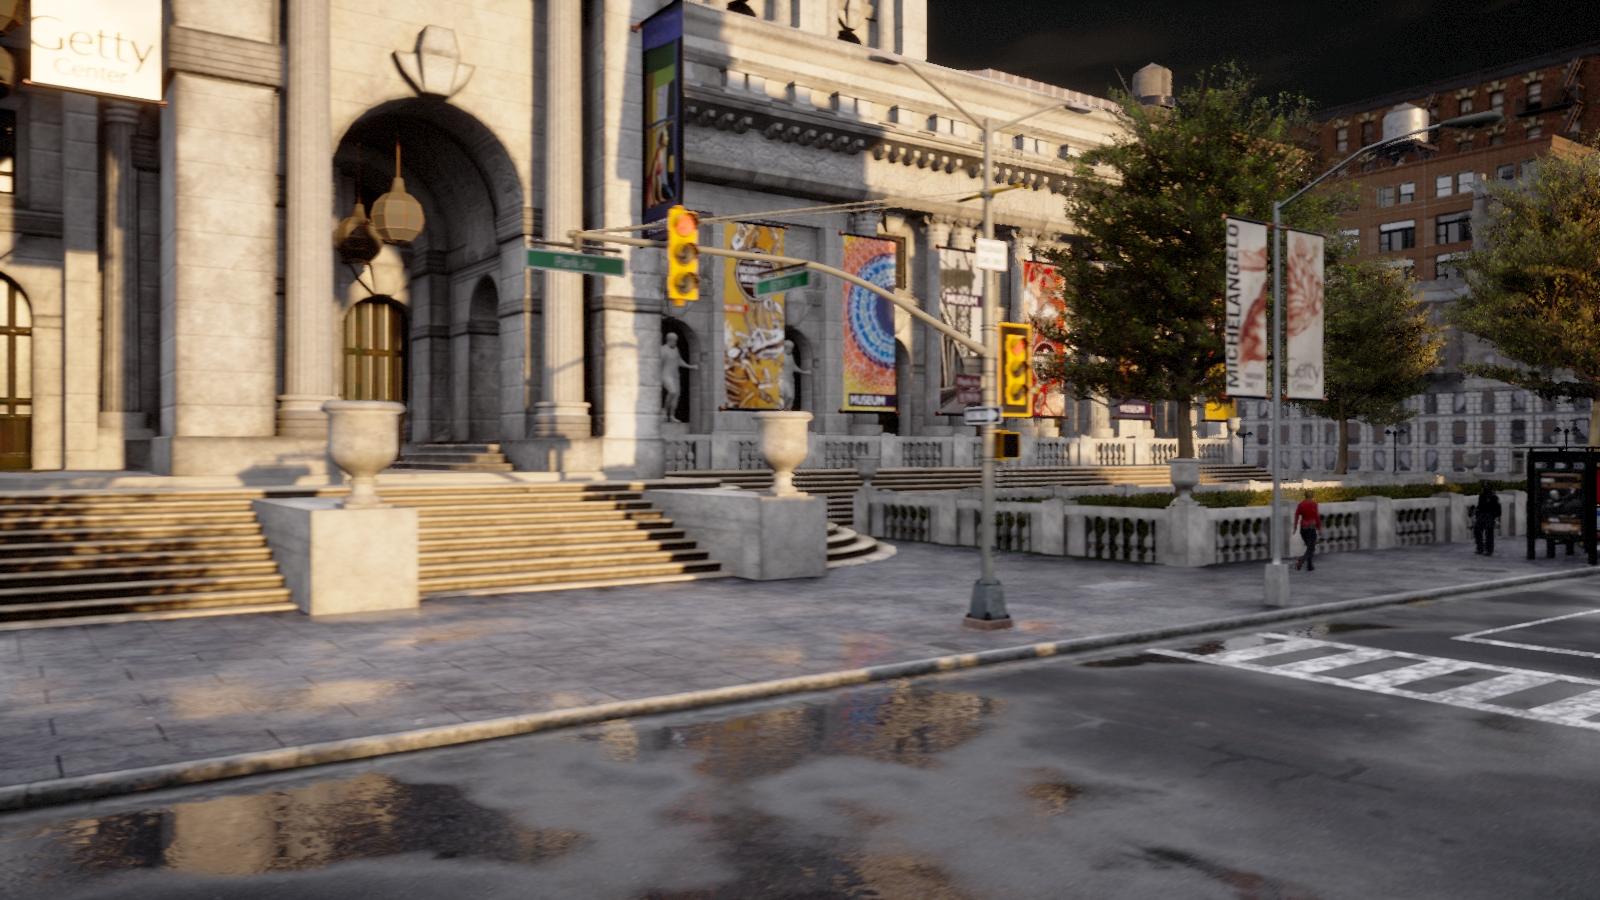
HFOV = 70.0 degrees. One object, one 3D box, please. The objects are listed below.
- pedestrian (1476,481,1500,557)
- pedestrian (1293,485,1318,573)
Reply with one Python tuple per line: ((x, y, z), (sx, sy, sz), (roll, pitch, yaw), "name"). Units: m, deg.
((17.068, 1.700, 28.337), (0.375, 1.860, 0.375), (0, 0, -32), "pedestrian")
((10.908, 1.699, 24.661), (0.375, 1.860, 0.375), (0, 0, -41), "pedestrian")
